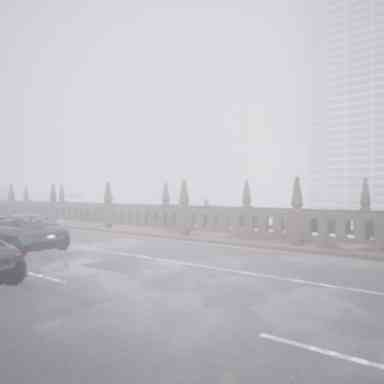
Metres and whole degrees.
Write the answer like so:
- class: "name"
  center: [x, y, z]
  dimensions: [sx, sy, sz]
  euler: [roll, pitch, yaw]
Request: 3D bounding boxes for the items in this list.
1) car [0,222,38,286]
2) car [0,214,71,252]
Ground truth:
- class: "car"
  center: [-5.959, 1.565, 8.240]
  dimensions: [4.181, 1.385, 1.994]
  euler: [0, 0, 35]
- class: "car"
  center: [-6.662, 1.565, 13.040]
  dimensions: [4.181, 1.385, 1.994]
  euler: [0, 0, 35]
